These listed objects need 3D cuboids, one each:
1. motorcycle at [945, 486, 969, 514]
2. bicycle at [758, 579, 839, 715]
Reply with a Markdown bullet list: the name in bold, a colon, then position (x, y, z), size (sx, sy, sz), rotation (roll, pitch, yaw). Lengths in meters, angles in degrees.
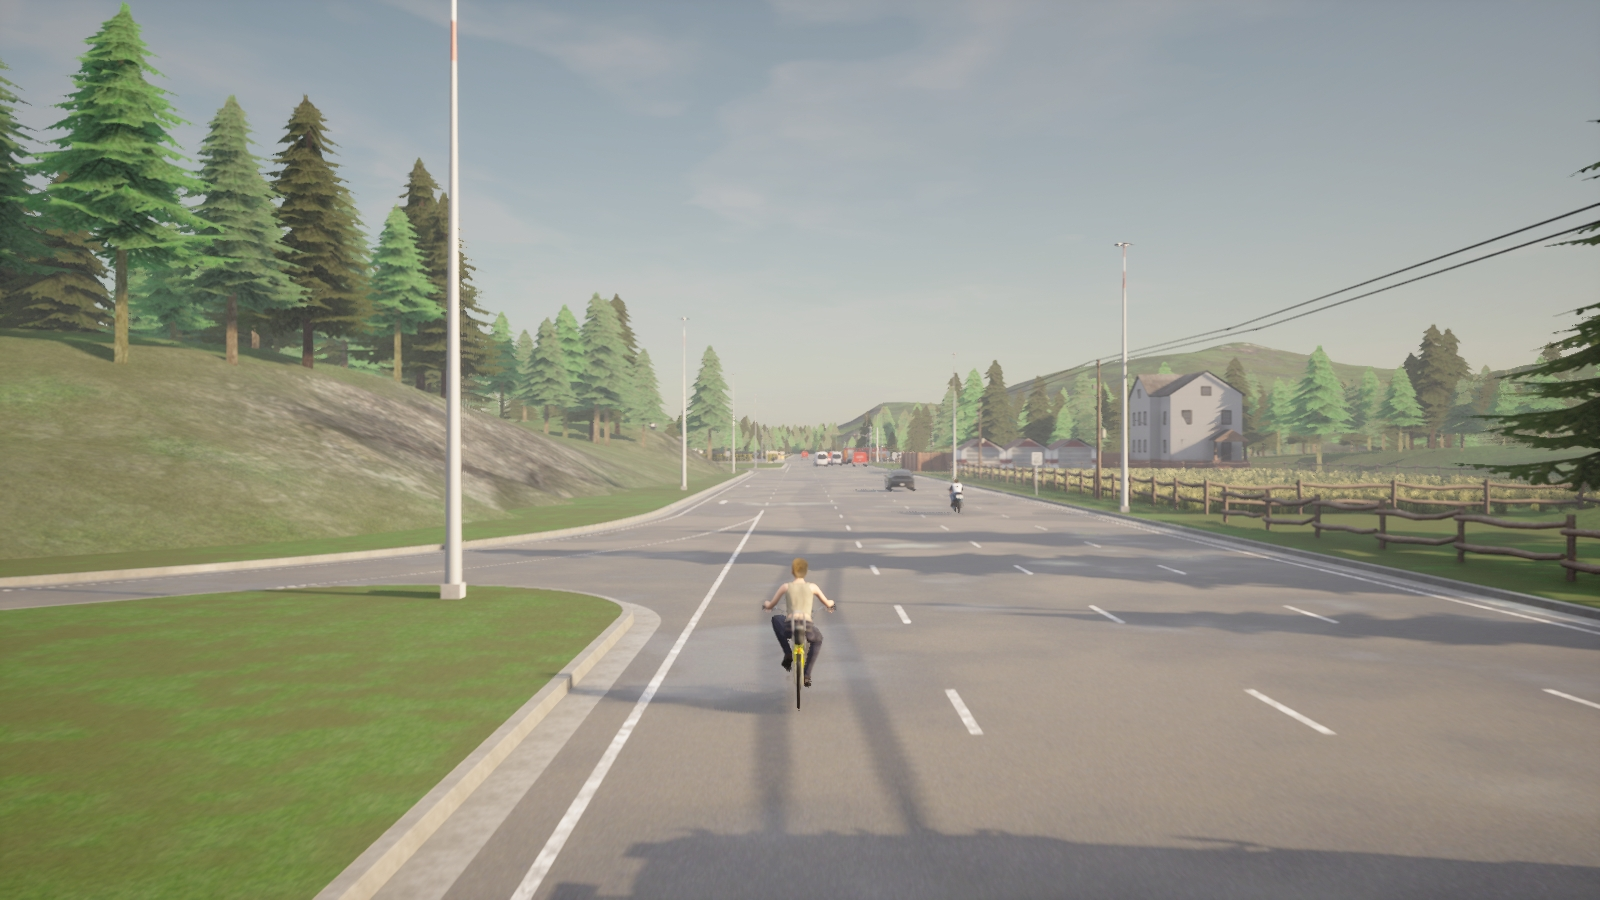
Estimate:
- **motorcycle**: position (7.009, 2.219, 51.130), size (0.803, 1.199, 2.033), rotation (0, 0, 0)
- **bicycle**: position (-0.011, 2.167, 12.848), size (0.859, 1.276, 1.487), rotation (0, 0, 0)
